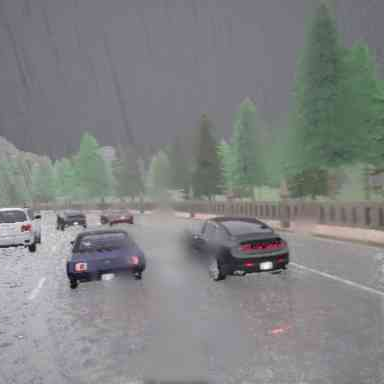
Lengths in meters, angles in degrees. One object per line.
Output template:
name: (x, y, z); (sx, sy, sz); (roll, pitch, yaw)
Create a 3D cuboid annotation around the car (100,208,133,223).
car: (-6.353, 2.022, 27.733); (1.994, 1.385, 4.181); (-3, 0, -27)

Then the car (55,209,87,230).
car: (-9.698, 2.148, 26.641); (1.837, 1.490, 4.892); (-3, 0, -27)

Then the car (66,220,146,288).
car: (-2.693, 1.789, 10.077); (1.895, 1.301, 4.718); (-3, 0, -18)

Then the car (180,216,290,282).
car: (0.993, 1.484, 9.923); (1.837, 1.490, 4.892); (-3, 0, -17)

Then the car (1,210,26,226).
car: (-19.156, 2.715, 35.586); (1.837, 1.490, 4.892); (-3, 0, -34)

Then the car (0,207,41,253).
car: (-8.601, 1.766, 16.007); (2.150, 2.045, 5.566); (-3, 0, -22)
